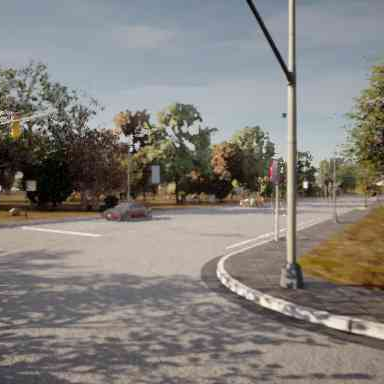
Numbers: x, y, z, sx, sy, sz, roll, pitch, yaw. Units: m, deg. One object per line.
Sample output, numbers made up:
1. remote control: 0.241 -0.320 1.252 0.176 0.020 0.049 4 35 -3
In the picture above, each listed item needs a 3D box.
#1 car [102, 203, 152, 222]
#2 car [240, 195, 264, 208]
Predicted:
1. car: -5.029 1.529 26.082 1.994 1.385 4.181 0 0 32
2. car: 8.652 1.203 47.745 2.097 1.767 4.553 0 0 32
